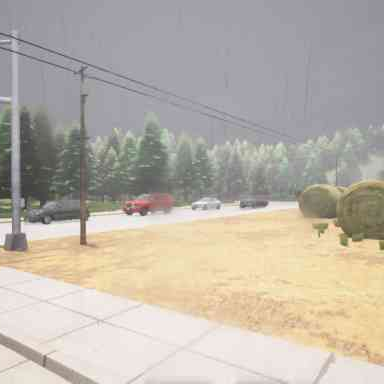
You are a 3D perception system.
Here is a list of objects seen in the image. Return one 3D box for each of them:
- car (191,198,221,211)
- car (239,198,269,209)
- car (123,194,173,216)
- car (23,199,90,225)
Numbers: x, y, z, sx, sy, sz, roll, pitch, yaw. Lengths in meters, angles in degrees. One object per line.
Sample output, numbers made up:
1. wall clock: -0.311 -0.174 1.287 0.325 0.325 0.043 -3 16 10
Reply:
1. car: 1.777 1.431 40.324 1.812 1.442 4.674 0 0 37
2. car: 7.950 1.415 42.437 2.033 1.411 5.357 0 0 37
3. car: -4.139 1.179 32.386 2.150 2.045 5.566 0 0 37
4. car: -9.926 1.362 24.612 2.097 1.767 4.553 0 0 37
